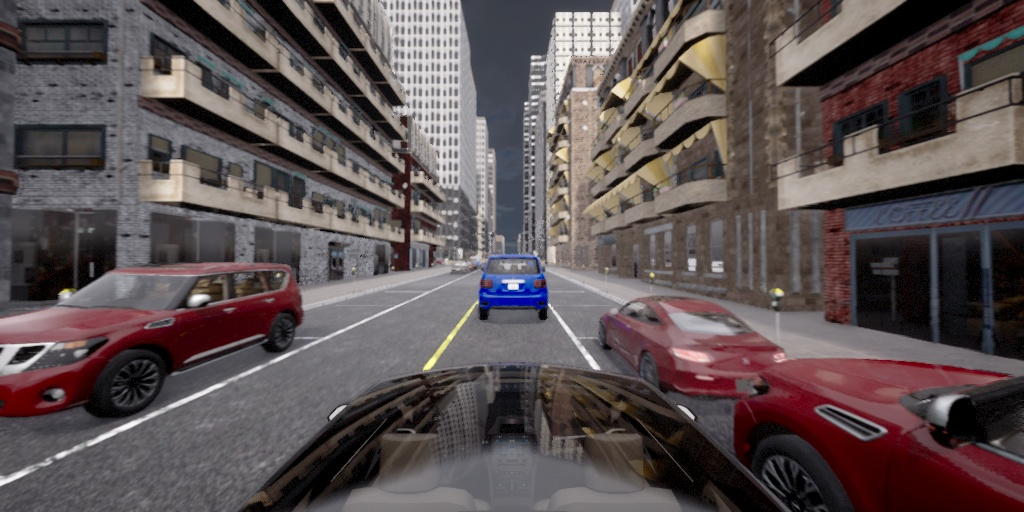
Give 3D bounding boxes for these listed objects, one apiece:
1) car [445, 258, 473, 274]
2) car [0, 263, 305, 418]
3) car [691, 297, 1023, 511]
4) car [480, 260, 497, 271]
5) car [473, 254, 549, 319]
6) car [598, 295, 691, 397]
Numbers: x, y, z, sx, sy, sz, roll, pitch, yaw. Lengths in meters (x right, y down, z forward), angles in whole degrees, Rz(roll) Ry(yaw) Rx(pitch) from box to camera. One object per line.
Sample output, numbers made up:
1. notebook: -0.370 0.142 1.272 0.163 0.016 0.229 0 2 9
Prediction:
1. car: -5.659 1.235 39.371 2.007 1.370 4.403 0 0 0
2. car: -5.691 1.058 6.130 2.192 1.841 5.009 0 0 0
3. car: 2.692 1.066 0.643 2.192 1.841 5.009 0 0 0
4. car: -3.088 1.233 47.598 1.994 1.385 4.181 0 0 0
5. car: 0.060 0.953 12.867 2.150 2.045 5.566 0 0 0
6. car: 2.692 1.325 6.183 1.802 1.307 4.207 0 0 0
